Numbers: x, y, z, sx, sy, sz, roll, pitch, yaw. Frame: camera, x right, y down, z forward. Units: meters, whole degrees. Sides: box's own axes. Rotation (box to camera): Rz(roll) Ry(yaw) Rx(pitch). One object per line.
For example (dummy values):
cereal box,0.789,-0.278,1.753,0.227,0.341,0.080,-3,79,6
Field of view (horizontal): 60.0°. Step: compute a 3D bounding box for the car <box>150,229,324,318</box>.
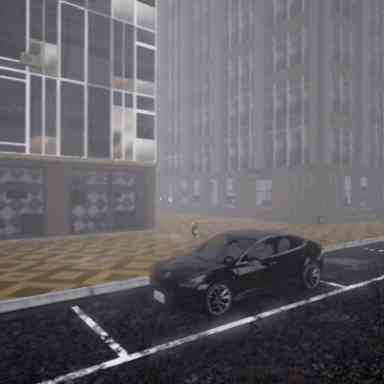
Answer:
car,1.175,1.544,7.389,4.313,1.339,1.947,0,1,-35
